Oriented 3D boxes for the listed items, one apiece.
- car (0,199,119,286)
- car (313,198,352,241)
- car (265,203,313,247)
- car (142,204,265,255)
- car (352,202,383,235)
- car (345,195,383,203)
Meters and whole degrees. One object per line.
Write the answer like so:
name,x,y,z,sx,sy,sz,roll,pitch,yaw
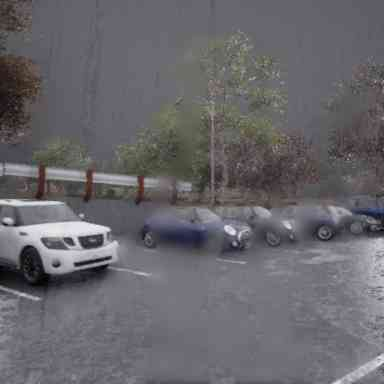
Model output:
car,-4.637,1.233,9.681,5.566,2.045,2.435,-1,-1,34
car,5.201,1.345,16.698,4.553,1.767,2.185,-1,0,34
car,2.693,1.349,14.982,4.553,1.767,2.185,-1,-1,34
car,0.233,1.353,13.218,4.553,1.767,2.185,-1,-1,35
car,7.635,1.469,18.478,4.892,1.521,2.231,-1,-1,34
car,10.069,1.214,20.238,5.566,2.045,2.435,-1,0,34
